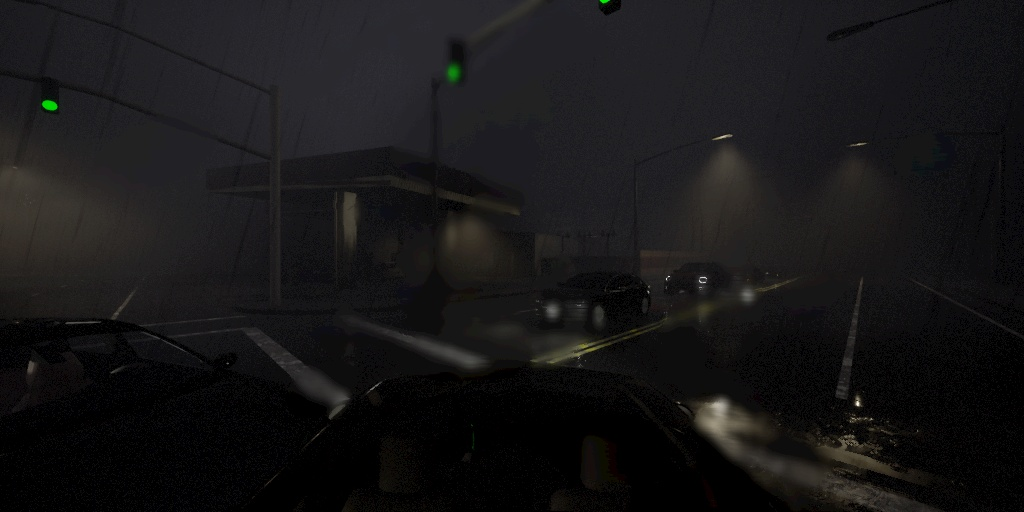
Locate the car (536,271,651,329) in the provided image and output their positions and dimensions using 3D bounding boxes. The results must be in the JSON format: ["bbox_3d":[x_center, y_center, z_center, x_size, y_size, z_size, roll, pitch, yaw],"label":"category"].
[{"bbox_3d":[2.790,1.255,11.500,1.837,1.490,4.892,0,0,44],"label":"car"}]

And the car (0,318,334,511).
[{"bbox_3d":[-3.440,1.242,2.432,4.902,1.511,2.128,0,0,14],"label":"car"}]

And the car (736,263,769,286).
[{"bbox_3d":[16.446,1.314,25.365,1.994,1.385,4.181,0,0,44],"label":"car"}]

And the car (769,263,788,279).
[{"bbox_3d":[23.524,1.314,32.475,4.181,1.385,1.994,0,0,-45],"label":"car"}]

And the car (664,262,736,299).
[{"bbox_3d":[9.575,1.102,18.400,2.097,1.767,4.553,0,0,45],"label":"car"}]
